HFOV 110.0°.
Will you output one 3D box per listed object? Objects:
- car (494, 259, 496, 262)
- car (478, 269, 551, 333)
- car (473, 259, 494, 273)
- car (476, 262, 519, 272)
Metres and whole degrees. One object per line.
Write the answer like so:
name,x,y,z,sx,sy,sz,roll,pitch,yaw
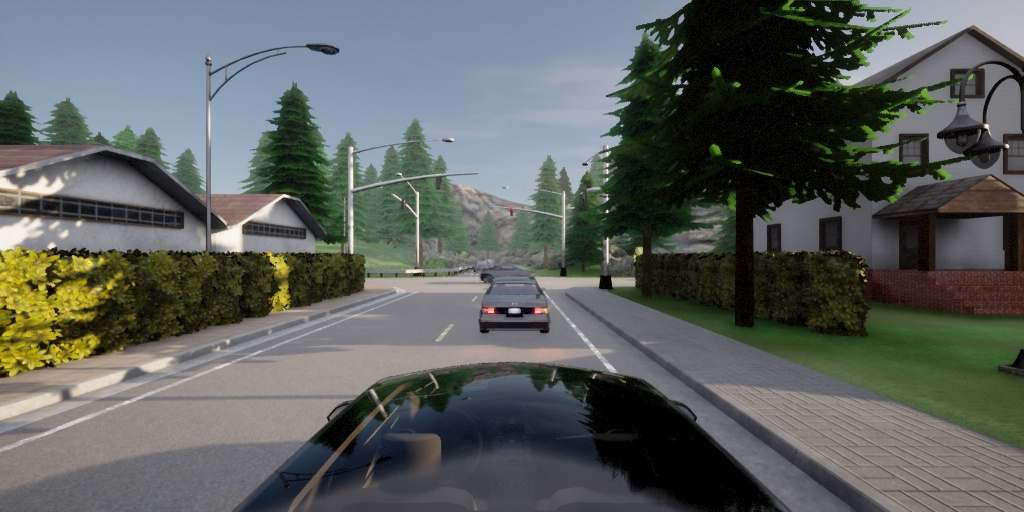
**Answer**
car,-3.568,1.276,53.627,1.812,1.442,4.674,0,0,0
car,0.075,1.297,10.692,2.033,1.411,5.357,0,0,0
car,-3.573,1.276,43.609,1.812,1.442,4.674,0,0,0
car,-0.268,1.307,26.181,4.181,1.385,1.994,0,0,0
